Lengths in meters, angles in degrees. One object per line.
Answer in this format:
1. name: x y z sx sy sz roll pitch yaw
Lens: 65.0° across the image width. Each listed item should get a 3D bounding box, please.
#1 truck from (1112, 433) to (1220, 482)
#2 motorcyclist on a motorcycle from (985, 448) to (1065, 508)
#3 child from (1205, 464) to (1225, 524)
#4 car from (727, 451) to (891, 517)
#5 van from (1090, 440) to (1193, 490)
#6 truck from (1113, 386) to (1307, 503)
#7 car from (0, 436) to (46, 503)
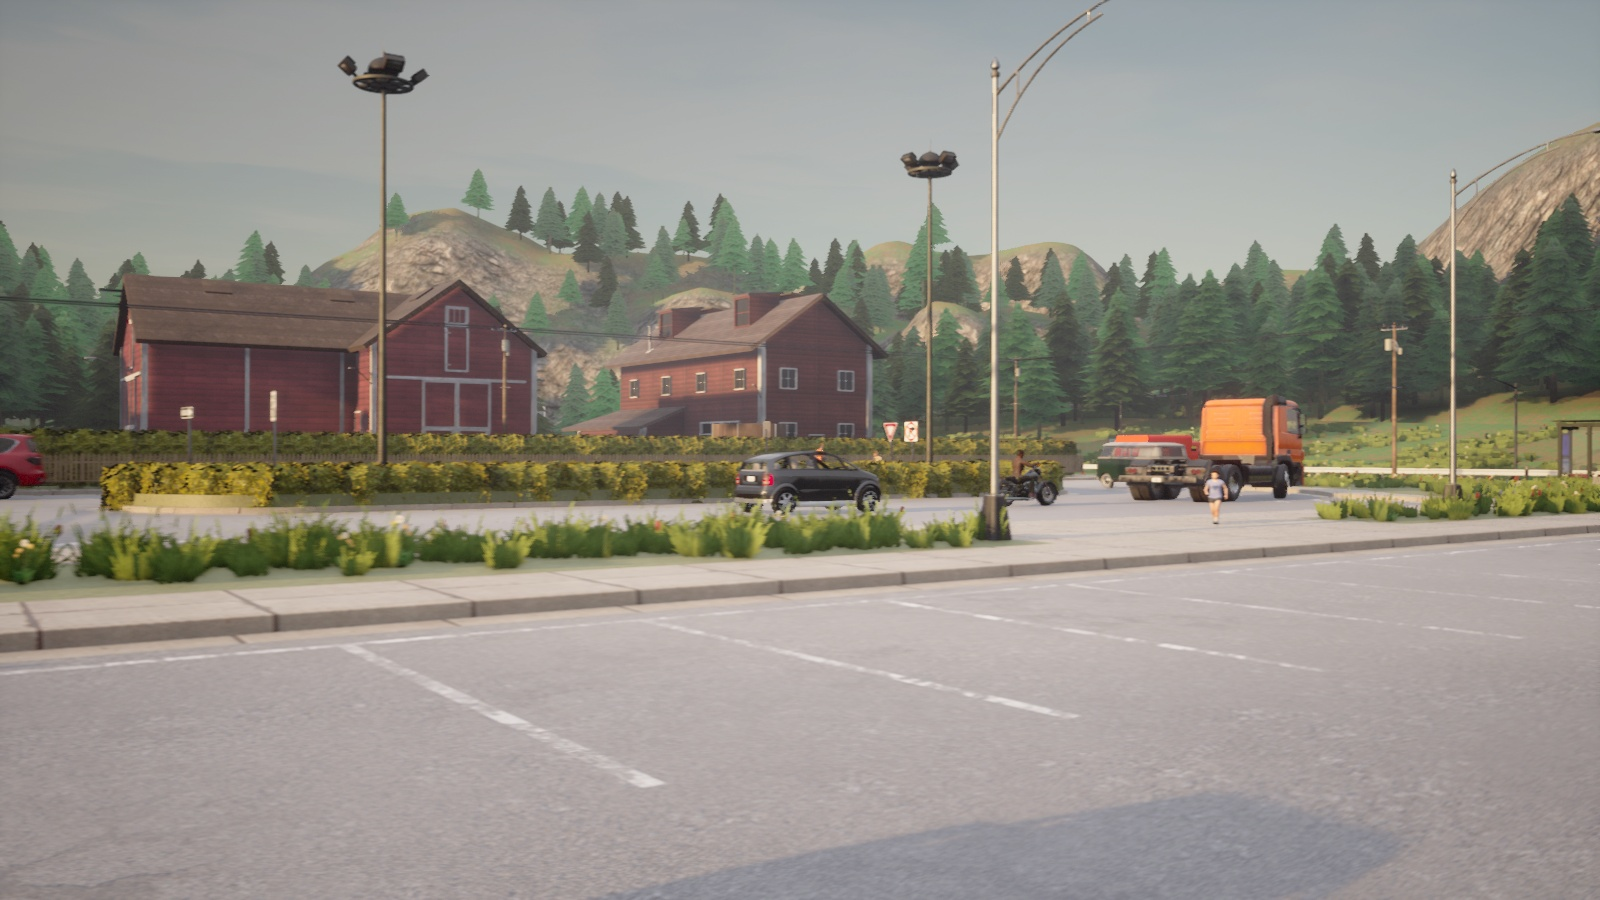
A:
1. truck: 18.866 0.377 64.705 5.204 2.467 2.627 0 0 -34
2. motorcyclist on a motorcycle: 6.338 0.769 35.343 2.350 1.649 0.766 0 0 -34
3. child: 7.888 0.831 23.876 0.255 1.110 0.394 0 0 34
4. car: 0.234 0.799 31.162 3.705 1.549 1.789 0 0 -34
5. van: 14.274 0.599 52.780 1.775 1.987 4.442 0 0 -24
6. truck: 13.623 -0.164 41.253 2.891 3.462 7.936 0 0 44
7. car: -26.314 0.613 38.313 5.566 2.045 2.150 0 0 -34
